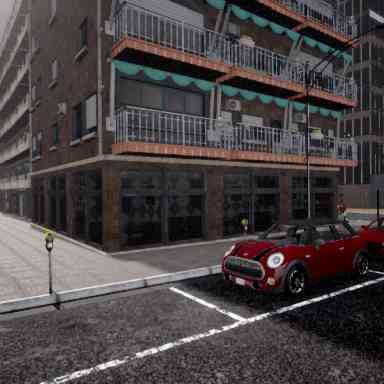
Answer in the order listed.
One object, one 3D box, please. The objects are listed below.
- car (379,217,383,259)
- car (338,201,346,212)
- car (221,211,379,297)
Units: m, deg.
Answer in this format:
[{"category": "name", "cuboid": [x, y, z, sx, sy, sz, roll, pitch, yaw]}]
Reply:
[{"category": "car", "cuboid": [7.180, 1.543, 11.676, 4.507, 1.381, 1.887, 0, -1, -35]}, {"category": "car", "cuboid": [16.460, 1.746, 40.560, 1.967, 1.590, 4.097, -2, 0, -36]}, {"category": "car", "cuboid": [2.679, 1.439, 8.474, 4.097, 1.590, 1.967, 0, -1, -35]}]
